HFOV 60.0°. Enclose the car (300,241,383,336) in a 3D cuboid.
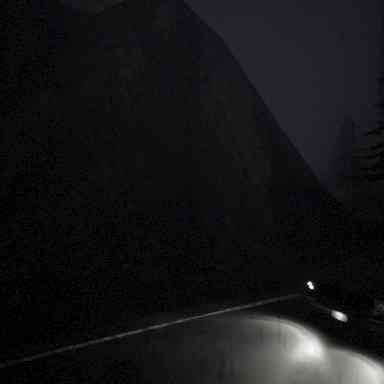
[{"bbox_3d":[4.649,1.545,6.430,5.357,1.411,2.033,0,0,-28],"label":"car"}]
